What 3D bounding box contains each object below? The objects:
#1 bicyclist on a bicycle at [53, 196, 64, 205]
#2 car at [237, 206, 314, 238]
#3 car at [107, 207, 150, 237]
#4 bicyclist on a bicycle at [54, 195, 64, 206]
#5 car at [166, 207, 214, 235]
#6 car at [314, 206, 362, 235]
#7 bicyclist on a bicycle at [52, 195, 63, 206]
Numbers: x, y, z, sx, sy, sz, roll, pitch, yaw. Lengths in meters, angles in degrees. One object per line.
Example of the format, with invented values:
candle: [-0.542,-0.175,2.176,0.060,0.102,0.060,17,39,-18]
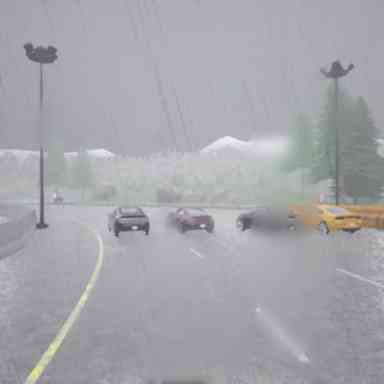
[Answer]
bicyclist on a bicycle: [-25.814,1.644,65.627,0.582,1.620,1.656,1,-21,27]
car: [4.118,1.553,18.246,2.128,1.511,4.902,0,0,-17]
car: [-3.700,1.595,19.029,2.128,1.511,4.902,0,0,-20]
bicyclist on a bicycle: [-26.322,1.644,65.892,0.582,1.620,1.656,-1,-23,25]
car: [-0.188,1.612,19.595,1.812,1.442,4.674,0,0,-19]
car: [7.451,1.524,19.326,1.882,1.535,5.008,0,0,-17]
bicyclist on a bicycle: [-26.782,1.648,66.122,0.582,1.620,1.656,0,-23,26]
